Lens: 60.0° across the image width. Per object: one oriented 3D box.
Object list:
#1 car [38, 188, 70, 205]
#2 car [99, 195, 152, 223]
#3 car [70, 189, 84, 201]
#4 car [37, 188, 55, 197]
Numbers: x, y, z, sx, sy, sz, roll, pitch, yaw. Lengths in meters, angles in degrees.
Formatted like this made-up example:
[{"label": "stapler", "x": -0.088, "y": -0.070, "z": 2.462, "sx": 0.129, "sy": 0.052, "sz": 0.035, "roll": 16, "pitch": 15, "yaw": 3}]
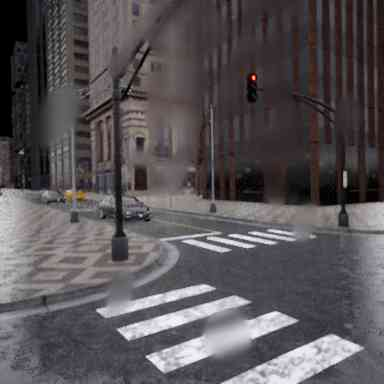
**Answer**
[{"label": "car", "x": -15.364, "y": 0.559, "z": 36.911, "sx": 1.837, "sy": 1.490, "sz": 4.892, "roll": -2, "pitch": 2, "yaw": -33}, {"label": "car", "x": -4.100, "y": 0.959, "z": 19.946, "sx": 1.837, "sy": 1.490, "sz": 4.892, "roll": -2, "pitch": 3, "yaw": -34}, {"label": "car", "x": -15.258, "y": 0.364, "z": 42.511, "sx": 1.882, "sy": 1.535, "sz": 5.008, "roll": -2, "pitch": 2, "yaw": -34}, {"label": "car", "x": -25.333, "y": 0.091, "z": 57.666, "sx": 2.033, "sy": 1.411, "sz": 5.357, "roll": -2, "pitch": 2, "yaw": -33}]
